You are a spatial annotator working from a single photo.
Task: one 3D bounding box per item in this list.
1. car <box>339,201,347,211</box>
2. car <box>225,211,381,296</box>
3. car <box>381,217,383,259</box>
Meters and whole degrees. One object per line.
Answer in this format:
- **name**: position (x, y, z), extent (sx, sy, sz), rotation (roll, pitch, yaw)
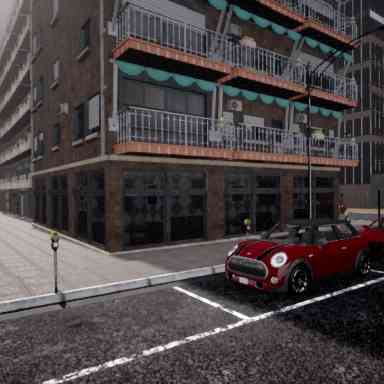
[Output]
- **car**: position (16.533, 1.745, 40.629), extent (1.967, 1.590, 4.097), rotation (-2, 0, -36)
- **car**: position (2.764, 1.439, 8.538), extent (4.097, 1.590, 1.967), rotation (0, -1, -35)
- **car**: position (7.264, 1.543, 11.743), extent (4.507, 1.381, 1.887), rotation (0, -1, -35)
